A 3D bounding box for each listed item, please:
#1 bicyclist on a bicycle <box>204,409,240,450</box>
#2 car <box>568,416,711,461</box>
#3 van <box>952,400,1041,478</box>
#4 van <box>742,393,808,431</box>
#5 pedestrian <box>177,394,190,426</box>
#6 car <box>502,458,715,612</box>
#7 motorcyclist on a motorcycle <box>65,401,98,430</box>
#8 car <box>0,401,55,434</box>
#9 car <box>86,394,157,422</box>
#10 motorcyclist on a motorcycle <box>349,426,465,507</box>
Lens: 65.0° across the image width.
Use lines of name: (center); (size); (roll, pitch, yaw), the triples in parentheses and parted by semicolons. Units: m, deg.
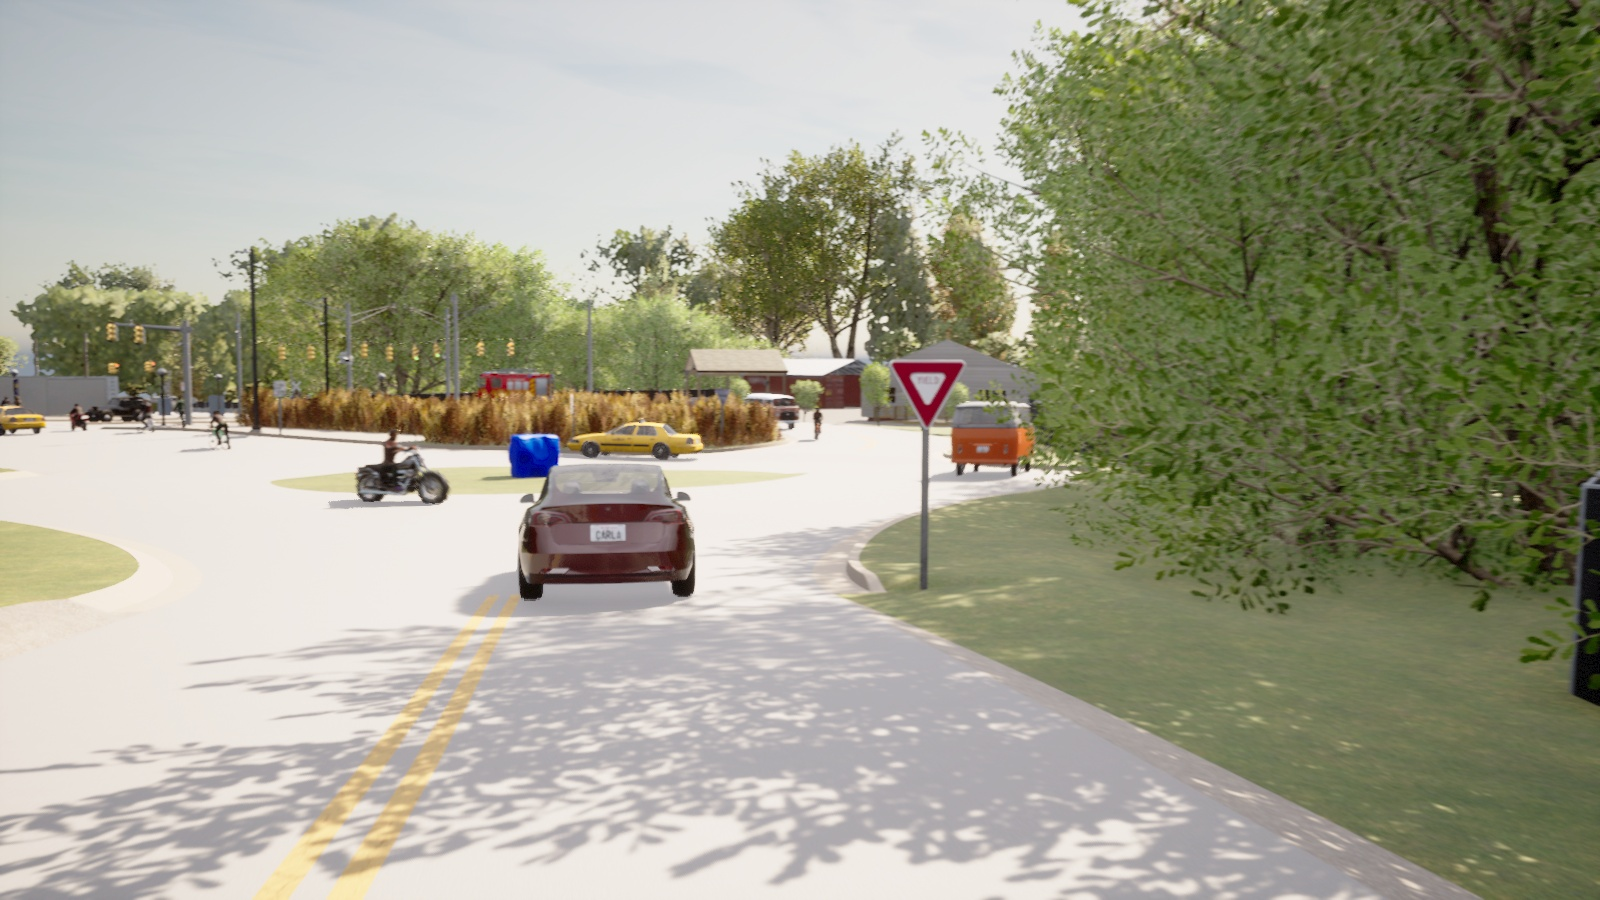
bicyclist on a bicycle: (-23.860, -0.866, 51.794); (1.656, 1.620, 0.582); (2, 5, 38)
car: (-6.421, -0.494, 50.407); (5.366, 1.575, 1.801); (2, 4, 9)
van: (5.451, -0.349, 34.399); (1.775, 1.987, 4.442); (1, 2, 17)
van: (-1.497, -2.266, 73.137); (2.069, 2.038, 4.480); (-2, 4, -28)
pedestrian: (-35.608, -2.324, 72.555); (0.614, 1.847, 0.353); (3, 5, 27)
car: (-2.329, 0.883, 15.312); (2.163, 1.488, 4.792); (0, 0, -9)
motorcyclist on a motorcycle: (-38.956, -1.875, 68.055); (2.044, 1.523, 0.797); (1, 4, 39)
car: (-40.441, -1.696, 64.554); (5.366, 1.575, 1.801); (2, 4, 38)
car: (-46.930, -2.927, 86.871); (1.905, 1.878, 3.866); (3, 3, 33)
motorcyclist on a motorcycle: (-8.382, 0.329, 26.777); (2.350, 1.649, 0.766); (1, 2, 21)
